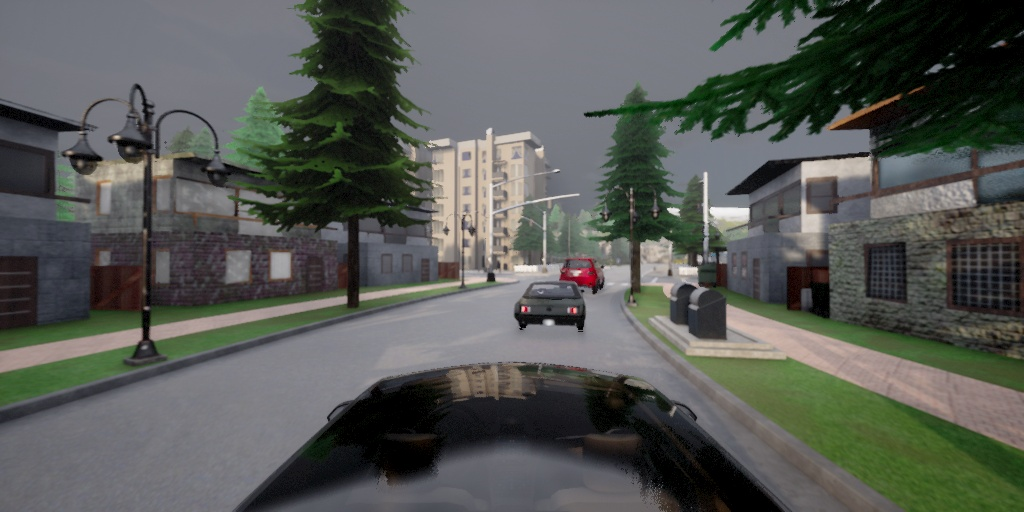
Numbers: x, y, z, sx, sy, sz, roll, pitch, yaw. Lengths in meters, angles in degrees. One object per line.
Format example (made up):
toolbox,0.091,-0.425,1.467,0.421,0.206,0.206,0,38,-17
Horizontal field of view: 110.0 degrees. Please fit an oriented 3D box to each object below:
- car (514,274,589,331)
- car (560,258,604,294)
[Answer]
car,1.353,1.444,11.435,1.895,1.301,4.718,0,-1,10
car,4.501,1.171,22.606,2.150,2.045,5.566,0,-1,20
